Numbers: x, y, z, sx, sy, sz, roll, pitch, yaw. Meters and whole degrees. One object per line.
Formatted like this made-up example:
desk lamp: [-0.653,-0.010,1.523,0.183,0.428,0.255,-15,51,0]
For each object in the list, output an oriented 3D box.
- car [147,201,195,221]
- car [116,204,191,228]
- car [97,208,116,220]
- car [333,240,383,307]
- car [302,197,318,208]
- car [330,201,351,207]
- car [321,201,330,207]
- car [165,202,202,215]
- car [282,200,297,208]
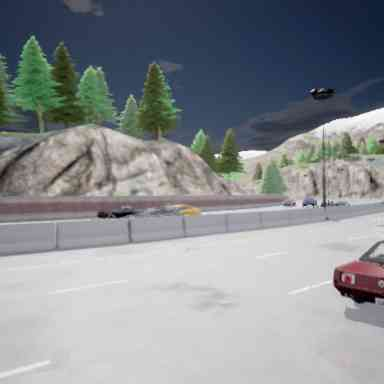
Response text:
car: [-2.106,1.847,33.914,4.553,1.767,2.097,0,-1,-43]
car: [-2.694,1.871,24.123,4.892,1.490,1.837,1,-1,-40]
car: [-7.238,2.140,33.989,4.718,1.301,1.895,0,-1,-41]
car: [5.106,1.667,7.232,4.718,1.301,1.895,0,-1,-39]
car: [23.118,1.949,64.999,2.150,2.045,5.566,-1,-1,31]
car: [24.505,2.113,54.044,2.033,1.411,5.357,-1,-1,35]
car: [25.345,2.267,61.849,1.895,1.301,4.718,-1,-1,31]
car: [-1.343,1.912,29.888,5.008,1.535,1.882,0,-1,-42]
car: [19.165,2.268,65.155,1.837,1.490,4.892,-1,-1,31]
